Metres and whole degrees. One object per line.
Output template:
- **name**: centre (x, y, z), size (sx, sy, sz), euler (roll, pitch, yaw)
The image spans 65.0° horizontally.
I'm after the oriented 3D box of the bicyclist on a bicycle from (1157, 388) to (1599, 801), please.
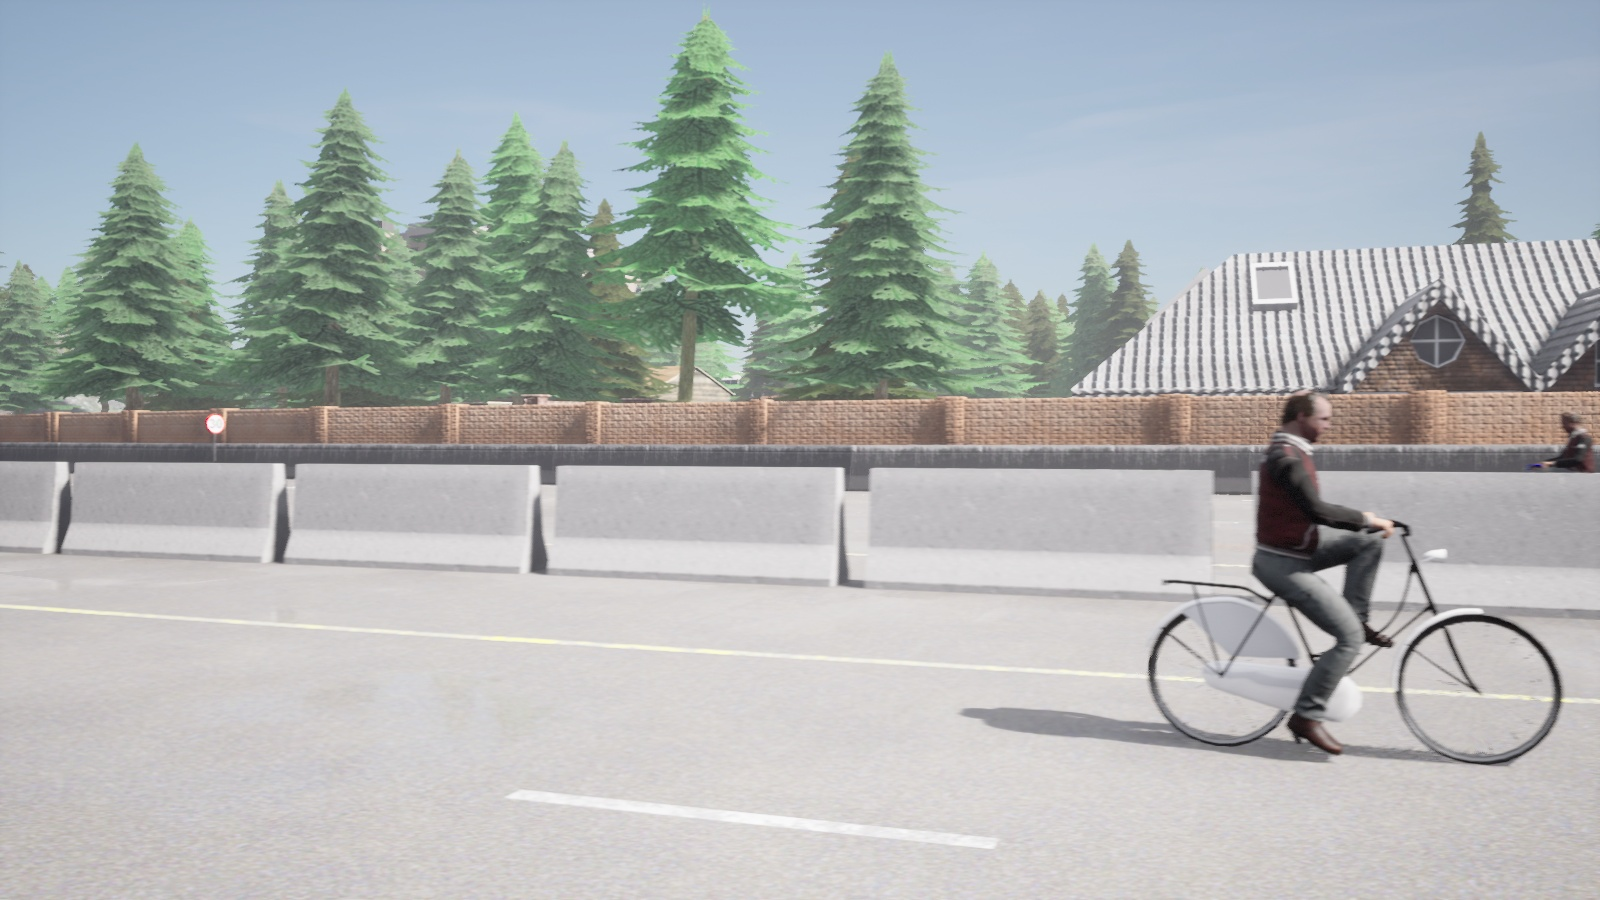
- **bicyclist on a bicycle**: centre (2.675, 0.614, 5.986), size (1.843, 1.776, 0.659), euler (0, 0, 18)
